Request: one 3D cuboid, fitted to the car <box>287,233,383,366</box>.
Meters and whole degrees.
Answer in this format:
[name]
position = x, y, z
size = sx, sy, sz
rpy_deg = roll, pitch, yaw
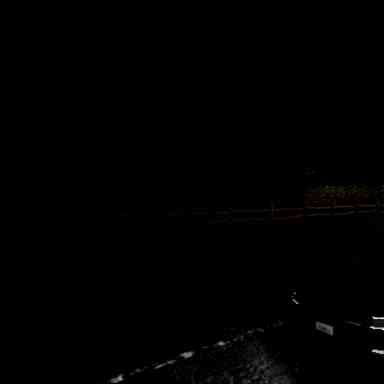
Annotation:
[car]
position = 3.738, 1.481, 5.736
size = 5.008, 1.535, 1.882
rpy_deg = 0, 0, -35
